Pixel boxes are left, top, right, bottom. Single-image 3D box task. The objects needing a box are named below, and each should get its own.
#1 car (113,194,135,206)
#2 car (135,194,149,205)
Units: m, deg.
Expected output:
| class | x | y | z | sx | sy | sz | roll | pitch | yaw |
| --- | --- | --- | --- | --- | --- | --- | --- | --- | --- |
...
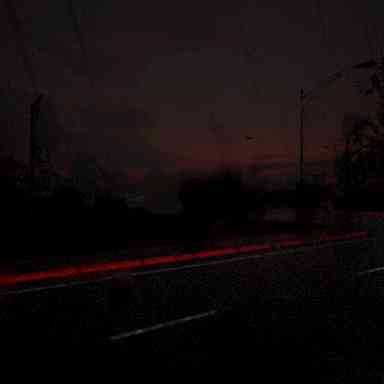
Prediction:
| class | x | y | z | sx | sy | sz | roll | pitch | yaw |
| --- | --- | --- | --- | --- | --- | --- | --- | --- | --- |
| car | -12.071 | 1.494 | 56.216 | 2.097 | 1.767 | 4.553 | 0 | 0 | -38 |
| car | -9.816 | 1.388 | 59.014 | 2.150 | 2.045 | 5.566 | 0 | -1 | -38 |
